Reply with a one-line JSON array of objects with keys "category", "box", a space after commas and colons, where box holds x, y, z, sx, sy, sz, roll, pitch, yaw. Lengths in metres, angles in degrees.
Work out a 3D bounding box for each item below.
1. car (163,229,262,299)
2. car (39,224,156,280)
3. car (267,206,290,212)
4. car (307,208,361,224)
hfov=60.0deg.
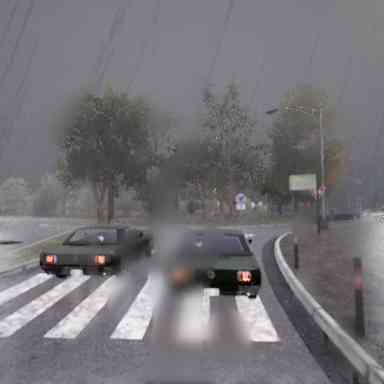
[{"category": "car", "box": [0.600, 1.589, 8.450, 1.895, 1.301, 4.718, -1, 0, 6]}, {"category": "car", "box": [-2.451, 1.622, 10.049, 1.895, 1.301, 4.718, -1, 0, 7]}, {"category": "car", "box": [18.872, 3.850, 72.711, 4.892, 1.490, 1.837, -4, -6, 41]}, {"category": "car", "box": [12.471, 2.041, 29.102, 4.718, 1.301, 1.895, -1, -3, -26]}]
